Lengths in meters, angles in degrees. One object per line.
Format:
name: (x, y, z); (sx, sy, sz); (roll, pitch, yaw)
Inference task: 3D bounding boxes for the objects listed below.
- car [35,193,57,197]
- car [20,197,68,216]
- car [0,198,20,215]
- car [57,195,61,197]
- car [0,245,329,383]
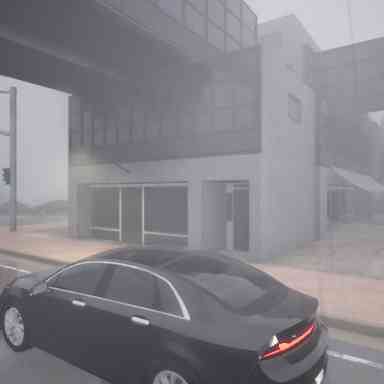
car: (-31.186, 1.153, 69.859); (4.605, 1.855, 1.932); (0, 0, 35)
car: (-13.952, 1.505, 33.186); (1.837, 1.490, 4.892); (0, 0, 36)
car: (-18.329, 1.564, 33.134); (1.994, 1.385, 4.181); (0, 0, 36)
car: (-29.458, 1.364, 72.184); (3.905, 1.438, 1.784); (0, 0, 35)
car: (-0.773, 1.505, 4.544); (4.892, 1.490, 1.837); (0, 0, 36)
